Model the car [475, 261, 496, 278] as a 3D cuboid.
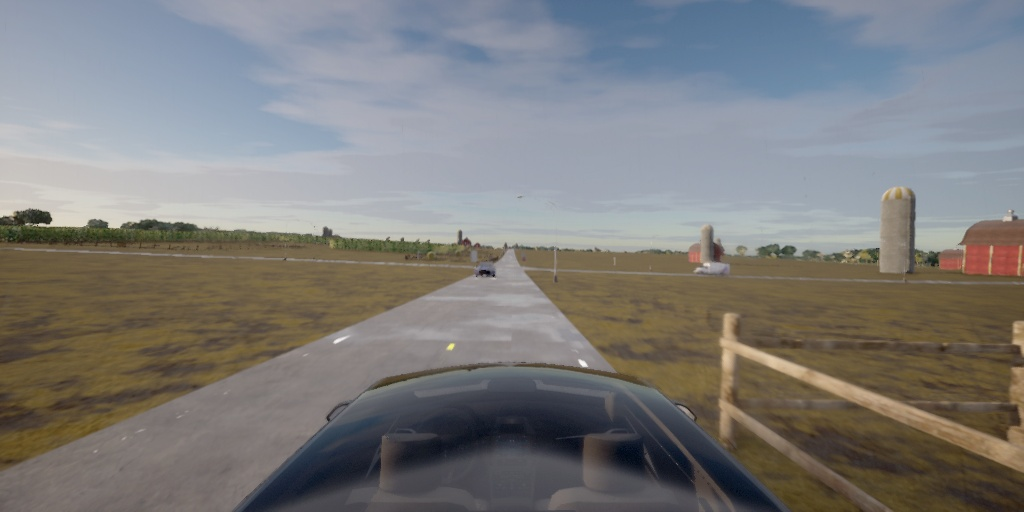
[{"bbox_3d":[-2.810,1.377,38.832,2.097,1.767,4.553,1,0,0],"label":"car"}]
